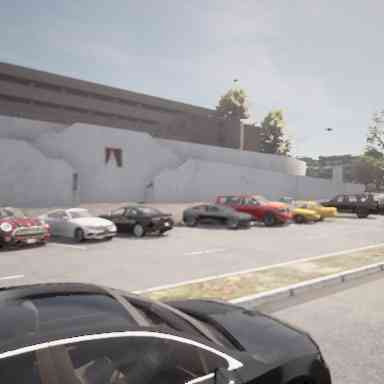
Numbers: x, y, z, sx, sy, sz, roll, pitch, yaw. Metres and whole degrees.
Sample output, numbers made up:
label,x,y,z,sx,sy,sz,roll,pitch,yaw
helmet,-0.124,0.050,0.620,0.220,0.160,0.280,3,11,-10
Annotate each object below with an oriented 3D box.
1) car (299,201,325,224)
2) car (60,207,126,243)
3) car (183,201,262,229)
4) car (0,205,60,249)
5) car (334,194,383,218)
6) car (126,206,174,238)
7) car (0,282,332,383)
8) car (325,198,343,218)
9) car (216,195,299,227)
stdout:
label,x,y,z,sx,sy,sz,roll,pitch,yaw
car,6.662,1.470,24.760,5.366,1.575,1.946,-1,-1,35
car,-5.717,1.532,16.159,4.674,1.452,2.002,-1,-1,35
car,1.644,1.509,21.367,4.792,1.488,2.163,-1,-1,35
car,-8.186,1.366,14.436,4.553,1.767,2.185,-1,-1,35
car,13.809,1.235,30.098,5.566,2.045,2.435,-1,-1,35
car,-3.267,1.489,17.892,5.008,1.535,2.097,-1,0,35
car,-0.924,1.506,2.474,4.892,1.490,1.837,0,0,-35
car,8.795,1.477,26.706,5.366,1.575,1.946,-1,-1,35
car,4.087,1.226,23.114,5.566,2.045,2.435,-1,-1,35
